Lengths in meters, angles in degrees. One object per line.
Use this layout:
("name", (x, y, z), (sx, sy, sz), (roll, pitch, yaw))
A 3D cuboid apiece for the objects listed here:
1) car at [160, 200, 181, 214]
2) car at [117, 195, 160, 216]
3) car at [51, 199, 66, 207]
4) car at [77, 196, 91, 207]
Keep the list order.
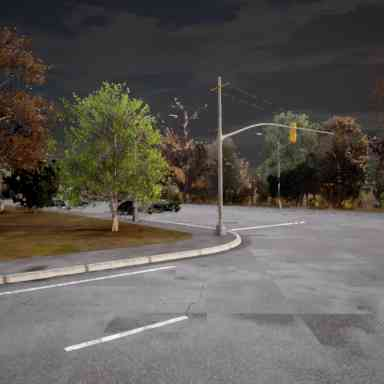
("car", (-3.128, 1.437, 33.864), (1.895, 1.301, 4.718), (-1, 1, -39))
("car", (-5.718, 1.101, 31.490), (2.150, 2.045, 5.566), (-1, 1, -39))
("car", (-20.824, 1.529, 50.411), (2.033, 1.411, 5.357), (-1, 0, -39))
("car", (-17.387, 1.408, 51.700), (1.882, 1.535, 5.008), (-1, 0, -38))
